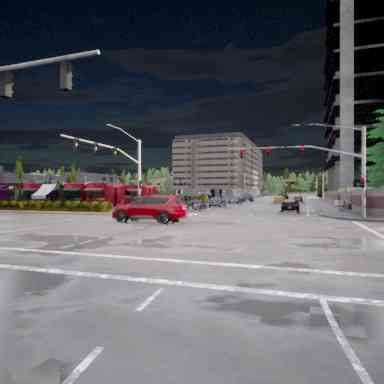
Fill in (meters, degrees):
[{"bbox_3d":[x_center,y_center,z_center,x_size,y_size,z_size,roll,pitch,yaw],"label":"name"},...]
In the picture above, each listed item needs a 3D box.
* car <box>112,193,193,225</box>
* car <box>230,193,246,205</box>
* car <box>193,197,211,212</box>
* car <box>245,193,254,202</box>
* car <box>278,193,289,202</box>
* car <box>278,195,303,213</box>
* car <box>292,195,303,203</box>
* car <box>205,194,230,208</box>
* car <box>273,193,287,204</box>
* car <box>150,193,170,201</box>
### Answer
[{"bbox_3d":[-3.064,1.262,24.372,5.566,2.045,2.150,0,0,20],"label":"car"},{"bbox_3d":[7.862,1.491,60.388,2.128,1.511,4.902,0,0,19],"label":"car"},{"bbox_3d":[0.468,1.563,38.906,1.994,1.385,4.181,0,0,17],"label":"car"},{"bbox_3d":[12.272,1.214,73.100,2.150,2.045,5.566,0,0,19],"label":"car"},{"bbox_3d":[21.625,1.224,78.827,2.150,2.045,5.566,0,0,19],"label":"car"},{"bbox_3d":[11.296,1.477,37.815,1.882,1.535,5.008,0,0,20],"label":"car"},{"bbox_3d":[22.619,1.523,70.907,2.128,1.511,4.902,0,0,19],"label":"car"},{"bbox_3d":[3.757,1.504,48.446,1.837,1.490,4.892,0,0,19],"label":"car"},{"bbox_3d":[17.150,1.477,65.443,1.882,1.535,5.008,0,0,19],"label":"car"},{"bbox_3d":[-7.884,1.208,81.479,4.605,1.855,1.932,0,0,19],"label":"car"}]
